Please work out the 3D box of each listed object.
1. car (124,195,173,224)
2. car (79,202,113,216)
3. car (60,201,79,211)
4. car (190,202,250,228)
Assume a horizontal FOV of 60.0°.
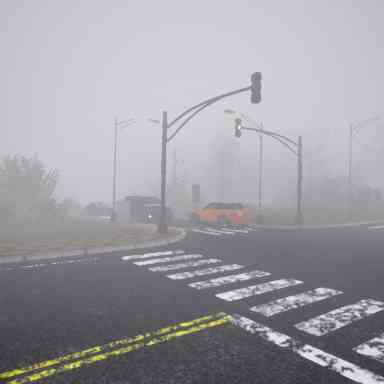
[{"bbox_3d":[-3.607,1.300,25.818,2.150,2.045,5.566,2,-2,-35],"label":"car"},{"bbox_3d":[-9.496,1.700,33.779,1.994,1.385,4.181,2,-2,-37],"label":"car"},{"bbox_3d":[-15.558,1.679,42.395,1.882,1.535,5.008,2,-1,-34],"label":"car"},{"bbox_3d":[1.866,1.486,23.337,2.097,1.767,4.553,2,-2,-37],"label":"car"}]
